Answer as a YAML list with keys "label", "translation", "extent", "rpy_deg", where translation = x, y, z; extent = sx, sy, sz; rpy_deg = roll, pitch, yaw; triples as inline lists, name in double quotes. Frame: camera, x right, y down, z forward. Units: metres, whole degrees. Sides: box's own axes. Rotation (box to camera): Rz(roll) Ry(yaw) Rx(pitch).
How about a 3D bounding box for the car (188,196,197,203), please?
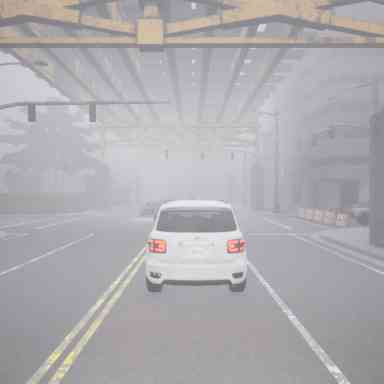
- label: "car"
  translation: [0.124, 1.526, 68.171]
  extent: [1.812, 1.442, 4.674]
  rpy_deg: [0, 0, 0]

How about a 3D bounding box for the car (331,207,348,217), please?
- label: "car"
  translation: [13.645, 1.295, 26.237]
  extent: [4.536, 1.218, 1.853]
  rpy_deg: [0, 0, 25]

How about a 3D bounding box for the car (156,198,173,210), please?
- label: "car"
  translation: [-3.581, 1.564, 44.022]
  extent: [1.994, 1.385, 4.181]
  rpy_deg: [0, 0, 0]

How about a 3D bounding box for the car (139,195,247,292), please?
- label: "car"
  translation: [0.082, 1.221, 9.051]
  extent: [2.150, 2.045, 5.566]
  rpy_deg: [0, 0, 0]

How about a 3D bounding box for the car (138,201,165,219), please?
- label: "car"
  translation: [-3.591, 1.565, 30.297]
  extent: [1.994, 1.385, 4.181]
  rpy_deg: [0, 0, 0]

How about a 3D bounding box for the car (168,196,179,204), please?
- label: "car"
  translation: [-3.479, 1.485, 63.582]
  extent: [1.882, 1.535, 5.008]
  rpy_deg: [0, 0, 0]

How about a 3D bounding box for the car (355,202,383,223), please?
- label: "car"
  translation: [13.318, 1.295, 22.118]
  extent: [4.536, 1.218, 1.853]
  rpy_deg: [0, 0, -20]

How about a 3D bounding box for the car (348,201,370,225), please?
- label: "car"
  translation: [13.270, 1.453, 22.100]
  extent: [4.974, 1.542, 2.038]
  rpy_deg: [0, 0, -20]
